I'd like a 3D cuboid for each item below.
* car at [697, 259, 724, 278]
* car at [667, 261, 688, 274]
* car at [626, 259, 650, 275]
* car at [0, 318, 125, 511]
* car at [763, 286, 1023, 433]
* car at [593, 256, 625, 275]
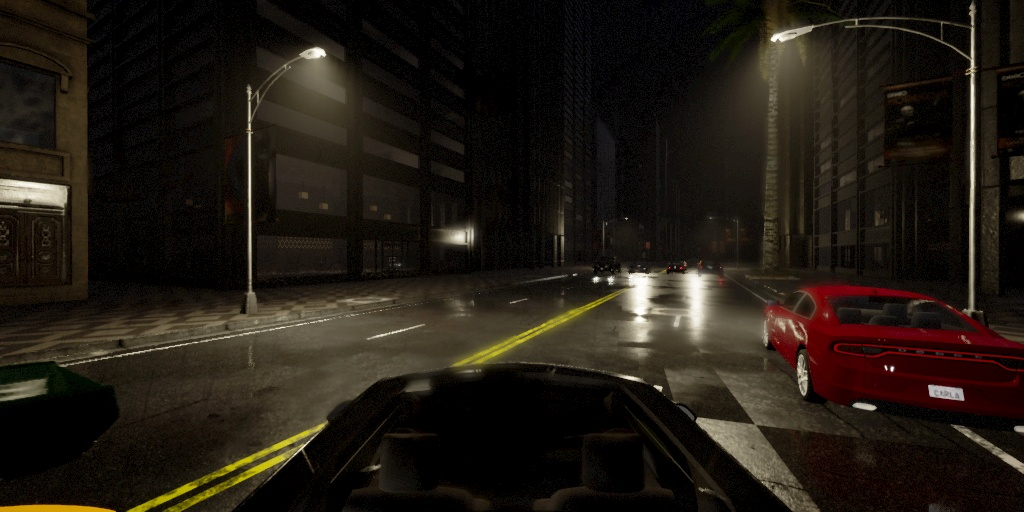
[{"bbox_3d":[19.280,1.117,34.899,2.097,1.767,4.553,0,0,27],"label":"car"},{"bbox_3d":[18.638,1.317,40.721,2.033,1.411,5.357,0,0,27],"label":"car"},{"bbox_3d":[14.037,1.292,39.316,1.812,1.442,4.674,0,0,27],"label":"car"},{"bbox_3d":[-5.385,1.351,1.546,1.895,1.301,4.718,0,0,27],"label":"car"},{"bbox_3d":[5.512,1.228,5.819,1.882,1.535,5.008,0,0,27],"label":"car"},{"bbox_3d":[10.614,0.987,39.770,2.150,2.045,5.566,0,0,27],"label":"car"}]
